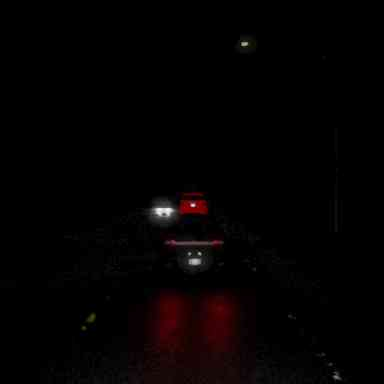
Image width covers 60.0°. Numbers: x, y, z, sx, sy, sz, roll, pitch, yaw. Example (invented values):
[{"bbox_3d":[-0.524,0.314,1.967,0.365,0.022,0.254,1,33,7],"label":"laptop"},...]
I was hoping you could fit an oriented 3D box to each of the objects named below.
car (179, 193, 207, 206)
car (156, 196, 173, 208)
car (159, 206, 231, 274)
[{"bbox_3d":[0.081,1.063,27.339,2.150,2.045,5.566,0,0,0],"label":"car"},{"bbox_3d":[-3.595,1.266,44.252,2.128,1.511,4.902,0,0,0],"label":"car"},{"bbox_3d":[0.077,1.414,10.269,2.128,1.511,4.902,0,0,0],"label":"car"}]
